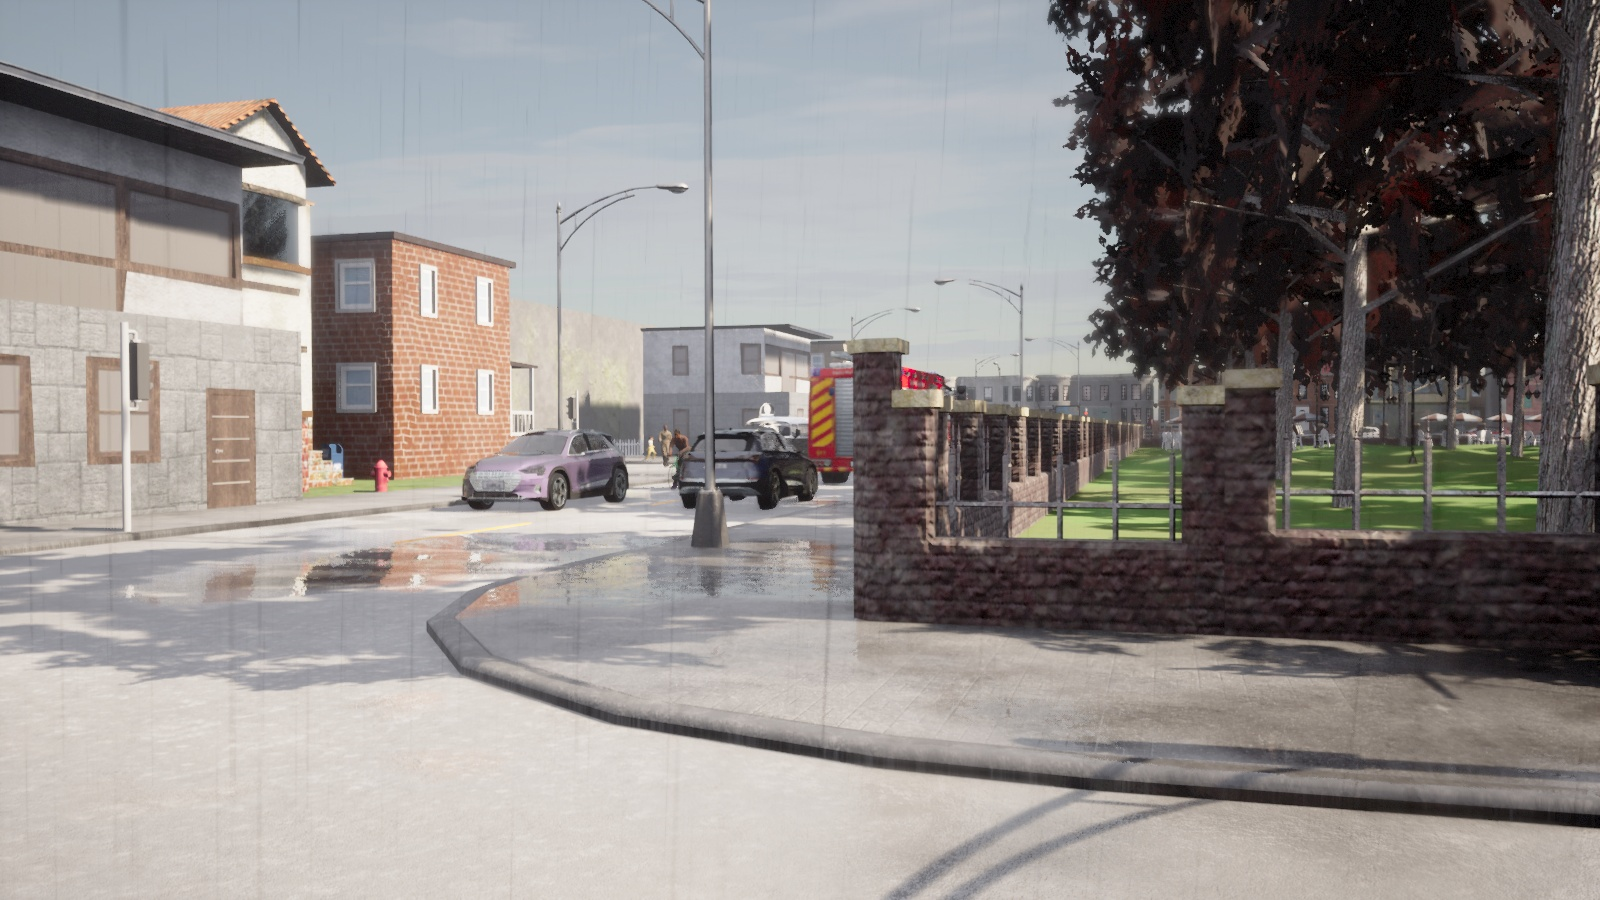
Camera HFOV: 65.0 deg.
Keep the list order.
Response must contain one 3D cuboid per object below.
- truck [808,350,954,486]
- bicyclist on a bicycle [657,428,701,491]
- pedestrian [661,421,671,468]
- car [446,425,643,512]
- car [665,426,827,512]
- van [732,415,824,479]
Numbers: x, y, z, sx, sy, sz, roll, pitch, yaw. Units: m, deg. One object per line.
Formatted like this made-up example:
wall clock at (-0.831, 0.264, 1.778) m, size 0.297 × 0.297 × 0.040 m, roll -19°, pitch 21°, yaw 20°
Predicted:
truck at (2.789, -0.963, 39.802) m, size 2.891 × 3.827 × 8.468 m, roll 0°, pitch 1°, yaw 16°
bicyclist on a bicycle at (-3.213, 0.234, 33.505) m, size 0.582 × 1.620 × 1.656 m, roll 0°, pitch 1°, yaw 16°
pedestrian at (-5.493, -0.221, 51.350) m, size 0.396 × 1.930 × 0.692 m, roll 0°, pitch 1°, yaw -5°
car at (-5.234, 0.316, 26.510) m, size 2.033 × 1.649 × 4.856 m, roll 0°, pitch 1°, yaw 16°
car at (-1.015, 0.328, 26.656) m, size 2.033 × 1.649 × 4.856 m, roll 0°, pitch 1°, yaw 15°
van at (-0.667, -0.125, 42.323) m, size 2.069 × 2.038 × 4.480 m, roll 0°, pitch 1°, yaw 13°
